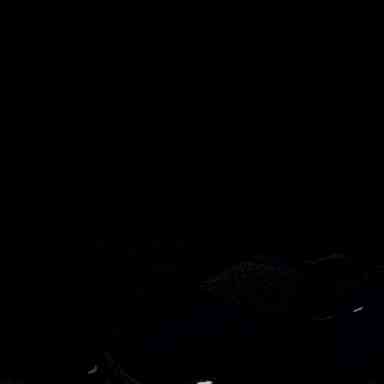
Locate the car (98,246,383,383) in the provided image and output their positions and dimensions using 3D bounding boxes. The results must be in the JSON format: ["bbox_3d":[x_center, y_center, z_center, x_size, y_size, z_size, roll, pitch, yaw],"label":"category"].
[{"bbox_3d":[1.166,1.516,4.335,4.674,1.442,1.812,0,0,-37],"label":"car"}]
